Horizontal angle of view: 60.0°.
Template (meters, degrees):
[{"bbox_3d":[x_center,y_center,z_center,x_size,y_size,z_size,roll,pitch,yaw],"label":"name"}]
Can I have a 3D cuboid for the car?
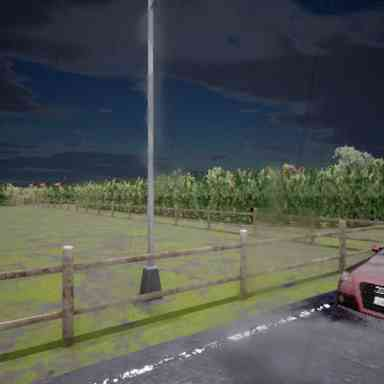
[{"bbox_3d":[4.653,1.563,6.432,4.181,1.385,1.994,0,0,-36],"label":"car"}]
